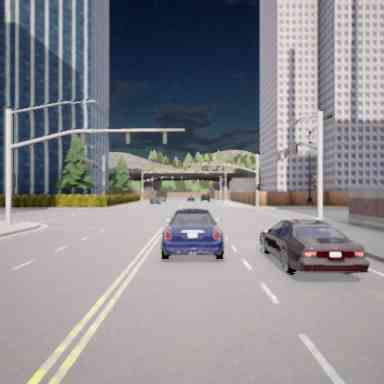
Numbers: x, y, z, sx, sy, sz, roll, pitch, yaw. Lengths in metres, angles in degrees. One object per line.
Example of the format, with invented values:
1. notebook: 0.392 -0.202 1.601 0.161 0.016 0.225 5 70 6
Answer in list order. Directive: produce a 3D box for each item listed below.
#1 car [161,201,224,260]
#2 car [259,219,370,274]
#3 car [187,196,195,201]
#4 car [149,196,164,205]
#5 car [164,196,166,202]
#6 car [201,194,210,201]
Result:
1. car: 0.028 1.393 12.741 2.097 1.767 4.553 0 0 0
2. car: 3.516 1.579 10.630 2.033 1.411 5.357 0 0 0
3. car: -0.215 1.740 82.444 1.812 1.442 4.674 0 0 0
4. car: -7.182 1.691 64.926 1.837 1.490 4.892 0 0 0
5. car: -7.209 1.748 80.092 2.128 1.511 4.902 0 0 0
6. car: 3.285 1.442 82.484 2.150 2.045 5.566 0 0 0
